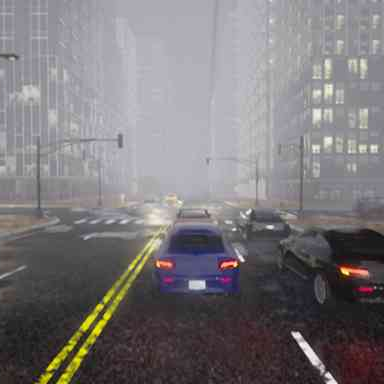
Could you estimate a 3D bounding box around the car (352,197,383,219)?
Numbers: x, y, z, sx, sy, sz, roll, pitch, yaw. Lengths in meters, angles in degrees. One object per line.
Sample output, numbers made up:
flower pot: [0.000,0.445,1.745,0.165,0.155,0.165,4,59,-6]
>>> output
car: [16.151,1.341,27.965,5.009,1.841,2.192,1,1,1]

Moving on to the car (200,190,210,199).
car: [3.105,0.640,78.756,2.150,2.045,5.566,0,0,0]

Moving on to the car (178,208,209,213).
car: [0.071,1.479,17.378,1.895,1.301,4.718,0,0,0]

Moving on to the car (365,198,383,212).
car: [21.744,1.411,36.263,4.829,1.417,1.752,1,1,1]

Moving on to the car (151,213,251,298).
car: [0.087,1.468,8.212,1.812,1.442,4.674,0,0,0]

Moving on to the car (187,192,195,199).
car: [-0.146,1.007,79.169,1.895,1.301,4.718,0,0,0]

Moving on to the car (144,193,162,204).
car: [-6.677,1.153,55.039,2.033,1.411,5.357,0,0,0]

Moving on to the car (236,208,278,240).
car: [3.325,1.451,16.217,1.994,1.385,4.181,0,0,-1]

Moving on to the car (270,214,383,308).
car: [3.338,1.472,7.648,1.812,1.442,4.674,0,0,0]

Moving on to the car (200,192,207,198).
car: [3.084,0.767,89.175,1.895,1.301,4.718,0,0,0]

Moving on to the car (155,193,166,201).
car: [-6.631,0.988,70.383,1.837,1.490,4.892,0,0,0]

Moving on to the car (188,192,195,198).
car: [-0.166,0.697,89.139,1.812,1.442,4.674,0,0,0]

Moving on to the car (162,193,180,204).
car: [-3.430,1.084,54.898,1.882,1.535,5.008,0,1,0]
